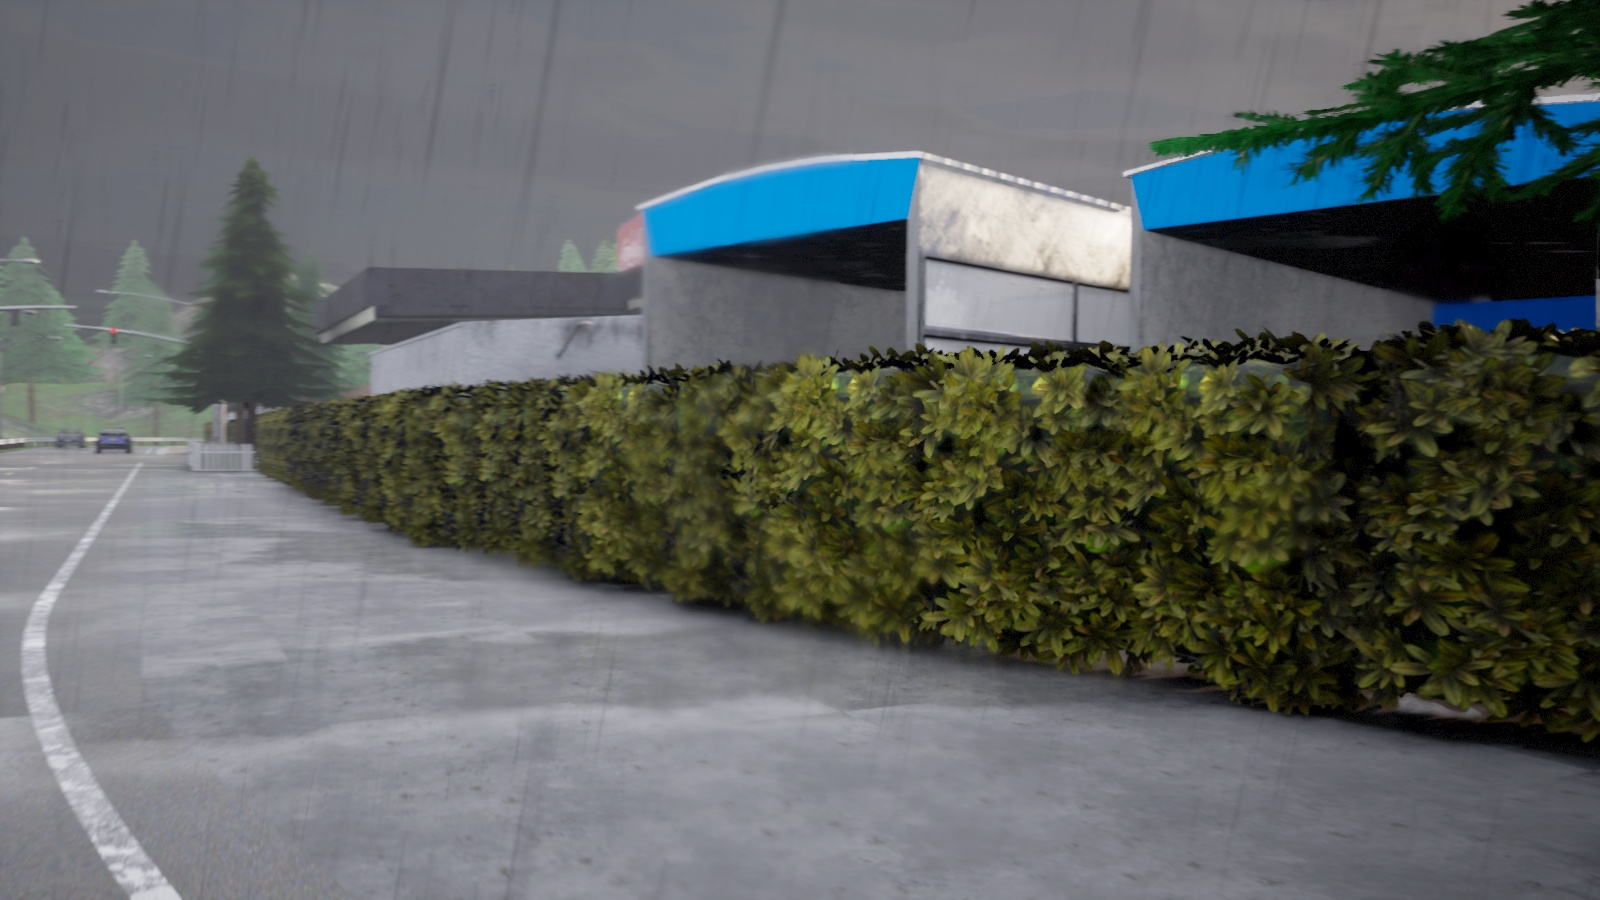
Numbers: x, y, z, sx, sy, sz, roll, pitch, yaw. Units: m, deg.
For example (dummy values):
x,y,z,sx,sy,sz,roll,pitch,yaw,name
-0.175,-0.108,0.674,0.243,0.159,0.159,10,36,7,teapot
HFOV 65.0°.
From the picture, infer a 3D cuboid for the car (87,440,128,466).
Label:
x,y,z,sx,sy,sz,roll,pitch,yaw,name
-41.635,0.144,75.598,2.007,1.525,4.514,-1,1,-27,car
